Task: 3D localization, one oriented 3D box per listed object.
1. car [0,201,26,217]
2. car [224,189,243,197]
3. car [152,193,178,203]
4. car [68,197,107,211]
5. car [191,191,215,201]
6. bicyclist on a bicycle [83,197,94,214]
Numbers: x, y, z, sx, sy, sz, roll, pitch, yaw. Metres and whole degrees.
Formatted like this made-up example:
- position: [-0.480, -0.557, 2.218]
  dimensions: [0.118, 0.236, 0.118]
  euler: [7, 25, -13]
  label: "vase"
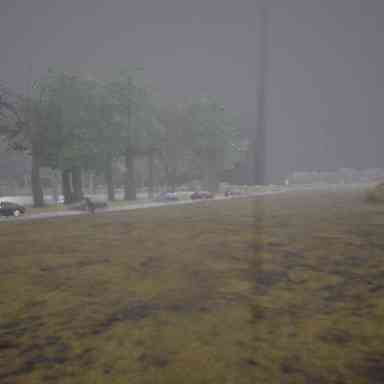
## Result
- position: [-17.618, 1.609, 29.918]
  dimensions: [1.837, 1.490, 4.892]
  euler: [-2, 0, 35]
  label: "car"
- position: [7.592, 0.153, 60.597]
  dimensions: [1.837, 1.490, 4.892]
  euler: [-2, 1, 35]
  label: "car"
- position: [-3.897, 0.874, 49.261]
  dimensions: [1.812, 1.442, 4.674]
  euler: [-2, 1, 36]
  label: "car"
- position: [-11.857, 1.369, 38.048]
  dimensions: [1.812, 1.442, 4.674]
  euler: [-2, 1, 35]
  label: "car"
- position: [1.815, 0.517, 52.357]
  dimensions: [1.882, 1.535, 5.008]
  euler: [-2, 1, 36]
  label: "car"
- position: [-9.610, 1.271, 30.871]
  dimensions: [1.656, 1.620, 0.582]
  euler: [-1, 1, 35]
  label: "bicyclist on a bicycle"
